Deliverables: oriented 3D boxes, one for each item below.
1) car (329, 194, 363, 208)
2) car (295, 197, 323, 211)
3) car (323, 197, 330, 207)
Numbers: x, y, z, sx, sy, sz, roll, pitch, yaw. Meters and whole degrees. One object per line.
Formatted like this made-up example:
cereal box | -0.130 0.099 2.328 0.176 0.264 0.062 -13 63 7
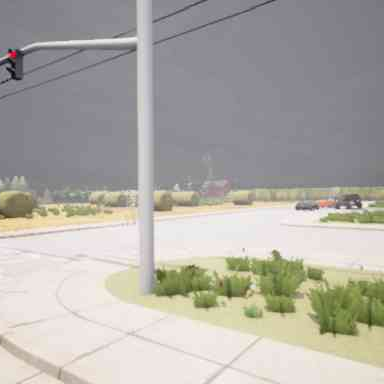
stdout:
car | 19.743 1.228 42.094 1.905 1.878 3.866 -6 -1 -8
car | 14.426 1.644 41.668 1.994 1.385 4.181 -3 -2 36
car | 20.046 1.492 49.888 2.097 1.767 4.553 -1 -1 34
